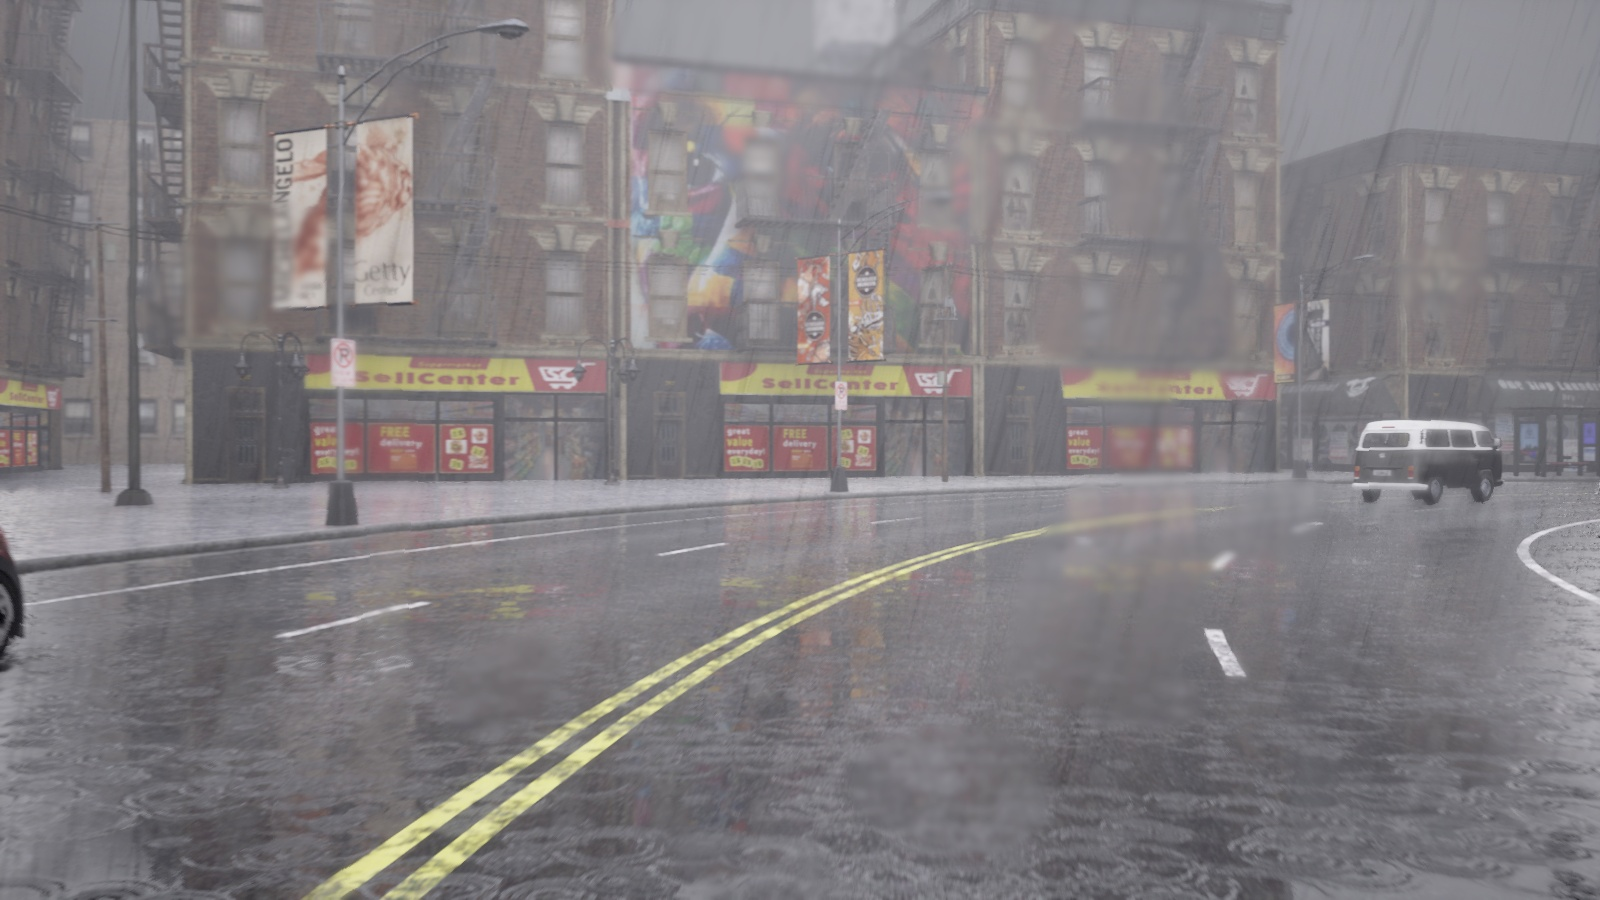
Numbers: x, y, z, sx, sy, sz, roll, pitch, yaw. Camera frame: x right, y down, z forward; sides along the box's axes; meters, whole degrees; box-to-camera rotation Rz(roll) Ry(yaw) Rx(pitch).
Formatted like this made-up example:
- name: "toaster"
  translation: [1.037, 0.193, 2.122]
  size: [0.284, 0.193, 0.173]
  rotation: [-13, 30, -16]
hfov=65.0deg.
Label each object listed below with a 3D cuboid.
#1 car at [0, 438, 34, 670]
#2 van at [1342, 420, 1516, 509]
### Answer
- name: "car"
  translation: [-6.331, 0.665, 6.535]
  size: [1.970, 1.475, 3.806]
  rotation: [0, 0, 10]
- name: "van"
  translation: [15.533, 0.320, 30.951]
  size: [4.480, 2.038, 2.069]
  rotation: [0, 0, -37]
